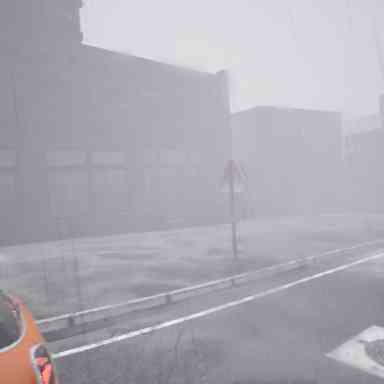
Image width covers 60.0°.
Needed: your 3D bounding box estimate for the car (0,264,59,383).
[{"bbox_3d":[-3.213,1.372,1.912,4.553,1.767,2.097,0,0,-35],"label":"car"}]
